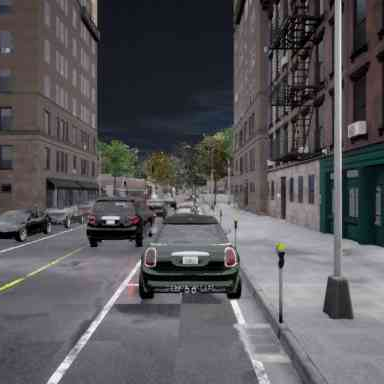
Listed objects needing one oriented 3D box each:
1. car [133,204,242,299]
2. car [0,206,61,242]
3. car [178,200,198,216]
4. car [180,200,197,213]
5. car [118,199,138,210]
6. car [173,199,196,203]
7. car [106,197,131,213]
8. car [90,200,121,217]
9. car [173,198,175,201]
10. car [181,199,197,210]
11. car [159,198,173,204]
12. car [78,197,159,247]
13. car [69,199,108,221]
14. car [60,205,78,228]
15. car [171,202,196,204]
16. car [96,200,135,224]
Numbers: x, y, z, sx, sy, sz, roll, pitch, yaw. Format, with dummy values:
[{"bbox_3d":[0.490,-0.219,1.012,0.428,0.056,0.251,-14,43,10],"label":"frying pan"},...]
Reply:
[{"bbox_3d":[-0.032,1.353,8.620,2.097,1.767,4.553,0,0,0],"label":"car"},{"bbox_3d":[-8.408,1.566,16.351,1.947,1.339,4.313,0,0,0],"label":"car"},{"bbox_3d":[-0.383,1.554,32.910,1.887,1.381,4.507,0,0,0],"label":"car"},{"bbox_3d":[-0.383,1.596,38.428,1.802,1.307,4.206,0,0,0],"label":"car"},{"bbox_3d":[-8.408,1.600,43.945,1.802,1.307,4.206,0,0,0],"label":"car"},{"bbox_3d":[-0.383,1.531,27.562,1.752,1.417,4.829,0,0,0],"label":"car"},{"bbox_3d":[-8.408,1.454,38.426,1.967,1.590,4.097,0,0,0],"label":"car"},{"bbox_3d":[-8.408,1.534,32.737,1.752,1.417,4.829,0,0,0],"label":"car"},{"bbox_3d":[-2.935,1.496,43.656,1.882,1.535,5.008,0,0,0],"label":"car"},{"bbox_3d":[-0.383,1.584,43.946,1.947,1.339,4.313,0,0,0],"label":"car"},{"bbox_3d":[-2.933,1.513,27.930,1.837,1.490,4.892,0,1,0],"label":"car"},{"bbox_3d":[-3.016,1.222,15.090,2.150,2.045,5.566,0,0,1],"label":"car"},{"bbox_3d":[-8.408,1.445,27.388,1.967,1.590,4.097,0,0,0],"label":"car"},{"bbox_3d":[-8.408,1.553,21.869,2.008,1.369,4.403,0,0,0],"label":"car"},{"bbox_3d":[-0.383,1.584,21.873,1.802,1.307,4.206,0,0,0],"label":"car"},{"bbox_3d":[-5.869,1.482,26.133,1.882,1.535,5.008,0,0,0],"label":"car"}]
